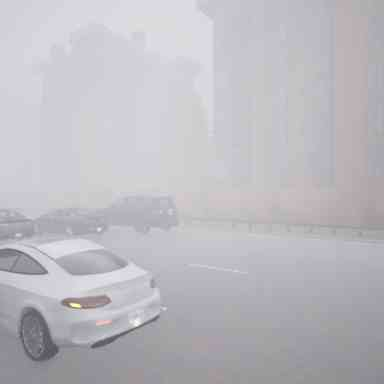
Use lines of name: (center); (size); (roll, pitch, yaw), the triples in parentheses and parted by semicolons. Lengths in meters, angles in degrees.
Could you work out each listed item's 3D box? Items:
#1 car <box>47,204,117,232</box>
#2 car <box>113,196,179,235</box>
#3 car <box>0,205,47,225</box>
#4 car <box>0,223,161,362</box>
car: (-6.340, 1.505, 17.109); (4.892, 1.490, 1.837); (0, 0, 35)
car: (-3.303, 1.221, 19.242); (5.566, 2.045, 2.150); (0, 0, 35)
car: (-8.853, 1.491, 14.601); (4.902, 1.511, 2.128); (0, 0, 35)
car: (-2.627, 1.526, 5.863); (4.674, 1.442, 1.812); (0, 0, 35)
